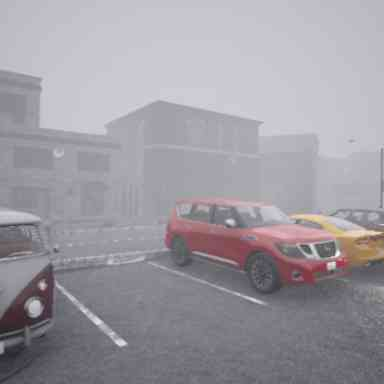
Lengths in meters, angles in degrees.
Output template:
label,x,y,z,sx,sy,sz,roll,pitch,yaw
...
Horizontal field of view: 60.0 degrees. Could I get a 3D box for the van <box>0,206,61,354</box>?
label,x,y,z,sx,sy,sz,roll,pitch,yaw
van,-3.626,1.255,5.654,1.878,1.987,4.442,0,0,-35

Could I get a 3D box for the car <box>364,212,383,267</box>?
label,x,y,z,sx,sy,sz,roll,pitch,yaw
car,3.715,1.488,11.048,2.097,1.535,5.008,0,0,-36

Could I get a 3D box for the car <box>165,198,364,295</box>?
label,x,y,z,sx,sy,sz,roll,pitch,yaw
car,1.361,1.223,9.325,2.435,2.045,5.566,0,0,-36
